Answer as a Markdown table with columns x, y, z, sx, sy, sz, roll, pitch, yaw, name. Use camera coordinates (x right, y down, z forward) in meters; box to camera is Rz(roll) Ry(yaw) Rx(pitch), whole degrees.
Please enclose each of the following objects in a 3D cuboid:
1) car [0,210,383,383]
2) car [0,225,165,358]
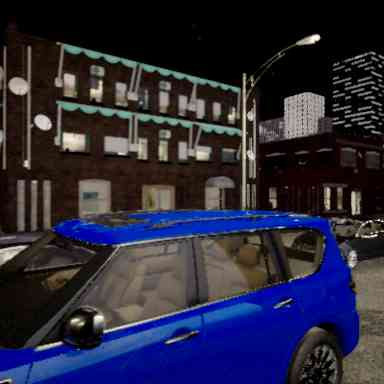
| x | y | z | sx | sy | sz | roll | pitch | yaw | name |
| --- | --- | --- | --- | --- | --- | --- | --- | --- | --- |
| -0.587 | 1.239 | 3.268 | 5.566 | 2.045 | 2.150 | 1 | -1 | -35 | car |
| -3.103 | 1.500 | 5.466 | 4.902 | 1.511 | 2.128 | 1 | -1 | -36 | car |
